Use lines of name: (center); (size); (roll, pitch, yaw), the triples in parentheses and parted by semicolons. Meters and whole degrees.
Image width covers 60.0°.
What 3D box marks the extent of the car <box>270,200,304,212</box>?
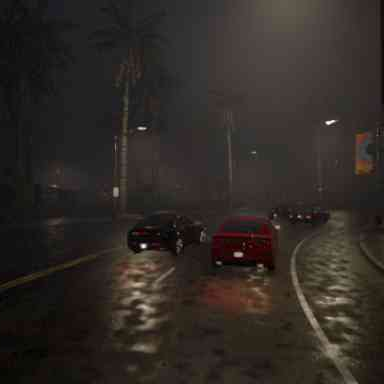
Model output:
car: (13.078, 1.900, 45.548); (4.902, 1.511, 2.128); (1, -1, -40)

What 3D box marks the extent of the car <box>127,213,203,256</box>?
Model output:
car: (-0.870, 1.626, 13.820); (1.837, 1.490, 4.892); (0, 0, 19)

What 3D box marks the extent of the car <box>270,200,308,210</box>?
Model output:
car: (8.676, 1.780, 30.632); (1.837, 1.490, 4.892); (-1, -1, 38)

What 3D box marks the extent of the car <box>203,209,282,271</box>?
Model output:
car: (1.972, 1.580, 11.523); (1.882, 1.535, 5.008); (0, 0, 16)

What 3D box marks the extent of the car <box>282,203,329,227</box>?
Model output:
car: (8.851, 1.775, 25.070); (2.033, 1.411, 5.357); (0, -1, 35)
